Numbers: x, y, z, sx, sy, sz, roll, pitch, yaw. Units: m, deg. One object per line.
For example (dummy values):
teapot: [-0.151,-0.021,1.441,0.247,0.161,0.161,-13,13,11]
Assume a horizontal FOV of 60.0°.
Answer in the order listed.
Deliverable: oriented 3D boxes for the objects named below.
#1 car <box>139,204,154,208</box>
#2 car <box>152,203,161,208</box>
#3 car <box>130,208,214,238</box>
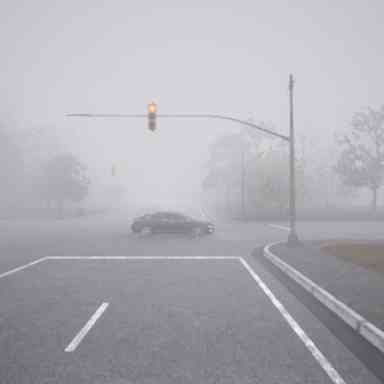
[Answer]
car: [-7.125,2.870,48.590,1.994,1.385,4.181,0,-1,0]
car: [-7.091,2.863,63.858,2.128,1.511,4.902,0,1,1]
car: [-1.127,1.883,19.547,4.892,1.490,1.837,0,-2,2]
